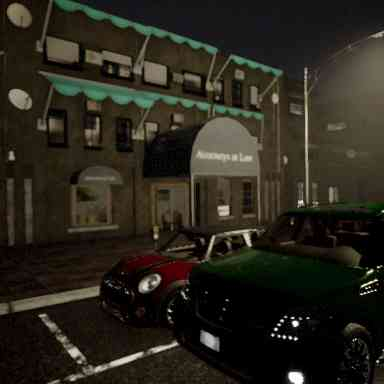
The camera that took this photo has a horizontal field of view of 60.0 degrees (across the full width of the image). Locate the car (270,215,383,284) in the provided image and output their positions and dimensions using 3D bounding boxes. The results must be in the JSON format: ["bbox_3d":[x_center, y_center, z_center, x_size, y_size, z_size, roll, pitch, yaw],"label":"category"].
[{"bbox_3d":[4.632,1.537,10.194,4.507,1.381,1.887,0,-1,-37],"label":"car"}]

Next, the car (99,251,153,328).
[{"bbox_3d":[0.218,1.455,6.832,4.097,1.590,1.967,0,-1,-37],"label":"car"}]

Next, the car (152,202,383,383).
[{"bbox_3d":[2.381,1.219,5.220,5.566,2.045,2.150,0,0,-37],"label":"car"}]
